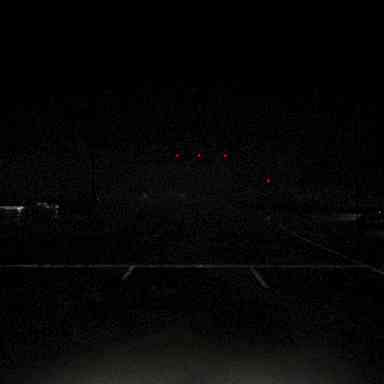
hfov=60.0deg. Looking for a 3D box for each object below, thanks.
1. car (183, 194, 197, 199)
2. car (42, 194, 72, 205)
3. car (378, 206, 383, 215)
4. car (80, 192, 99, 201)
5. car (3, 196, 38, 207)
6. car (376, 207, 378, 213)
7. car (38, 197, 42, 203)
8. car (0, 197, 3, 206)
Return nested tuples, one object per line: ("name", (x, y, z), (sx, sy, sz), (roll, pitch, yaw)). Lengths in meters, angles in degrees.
("car", (-0.168, 1.201, 94.674), (1.895, 1.301, 4.718), (0, 0, -18))
("car", (-21.119, 1.300, 52.191), (1.837, 1.490, 4.892), (0, 0, 0))
("car", (17.650, 1.260, 26.079), (4.553, 1.767, 2.097), (0, 0, 6))
("car", (-21.040, 0.955, 66.713), (2.150, 2.045, 5.566), (0, 0, 0))
("car", (-24.621, 1.317, 47.911), (1.837, 1.490, 4.892), (0, 0, 0))
("car", (19.457, 1.441, 29.502), (5.357, 1.411, 2.033), (0, 0, 7))
("car", (-28.040, 1.279, 64.596), (2.033, 1.411, 5.357), (0, 0, 0))
("car", (-28.118, 1.407, 49.227), (1.895, 1.301, 4.718), (0, 0, 0))
